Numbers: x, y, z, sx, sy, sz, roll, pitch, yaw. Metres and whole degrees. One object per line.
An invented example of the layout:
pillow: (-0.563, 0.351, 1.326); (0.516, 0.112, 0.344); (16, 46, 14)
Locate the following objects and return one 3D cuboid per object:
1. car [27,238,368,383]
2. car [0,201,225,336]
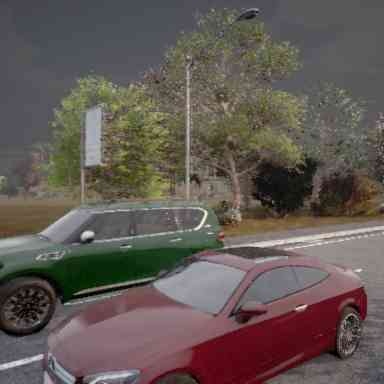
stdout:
car: (0.557, 1.530, 4.450); (4.674, 1.442, 1.812); (0, 0, -36)
car: (-1.766, 1.230, 7.067); (5.566, 2.045, 2.150); (0, 0, -36)
